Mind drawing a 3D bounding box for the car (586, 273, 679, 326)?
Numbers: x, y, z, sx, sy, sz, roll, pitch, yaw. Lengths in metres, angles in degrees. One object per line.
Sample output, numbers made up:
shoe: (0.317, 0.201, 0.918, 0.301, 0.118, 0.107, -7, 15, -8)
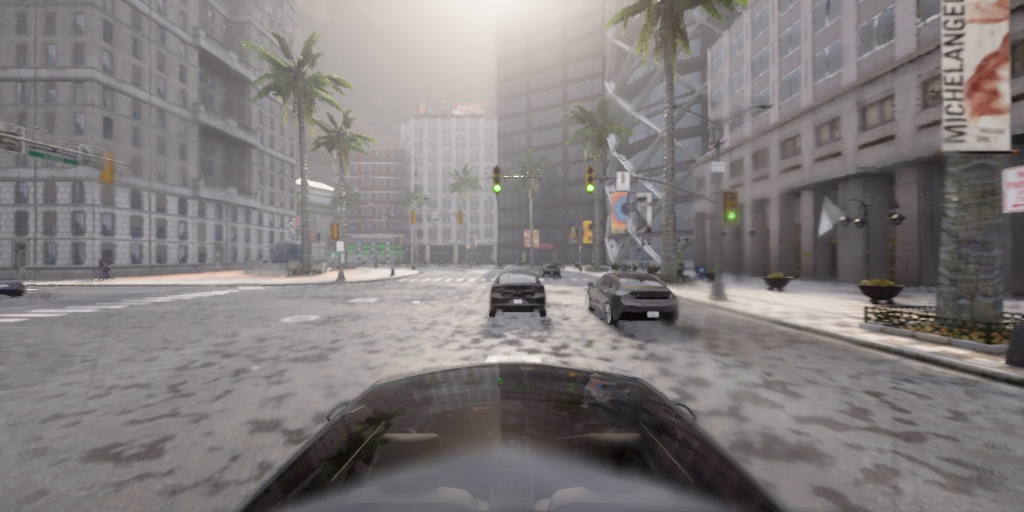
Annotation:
car: (3.690, 1.277, 11.741, 1.837, 1.490, 4.892, 0, 0, 0)

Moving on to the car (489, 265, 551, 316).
car: (0.203, 1.263, 13.535, 1.882, 1.535, 5.008, 0, 0, 0)

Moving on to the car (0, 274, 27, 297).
car: (-26.910, 1.426, 17.596, 4.181, 1.385, 1.994, 0, 0, 1)

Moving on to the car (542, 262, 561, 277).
car: (3.848, 1.353, 36.944, 1.837, 1.490, 4.892, 0, 0, 0)

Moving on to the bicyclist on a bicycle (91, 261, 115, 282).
bicyclist on a bicycle: (-32.461, 1.209, 28.456, 0.582, 1.620, 1.656, 0, 0, 0)
